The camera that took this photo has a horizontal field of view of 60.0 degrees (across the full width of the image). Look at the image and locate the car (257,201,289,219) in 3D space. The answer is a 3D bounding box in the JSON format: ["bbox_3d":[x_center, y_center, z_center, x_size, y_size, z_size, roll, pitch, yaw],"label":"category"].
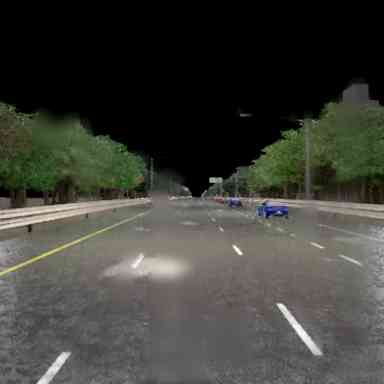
[{"bbox_3d":[7.046,1.524,29.373,1.882,1.535,5.008,0,-1,0],"label":"car"}]

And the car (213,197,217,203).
[{"bbox_3d":[7.456,2.184,91.910,1.882,1.535,5.008,0,-1,1],"label":"car"}]

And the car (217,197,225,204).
[{"bbox_3d":[7.310,2.020,75.935,1.812,1.442,4.674,0,-1,0],"label":"car"}]

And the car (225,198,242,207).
[{"bbox_3d":[7.169,1.728,56.049,1.882,1.535,5.008,0,-1,0],"label":"car"}]
